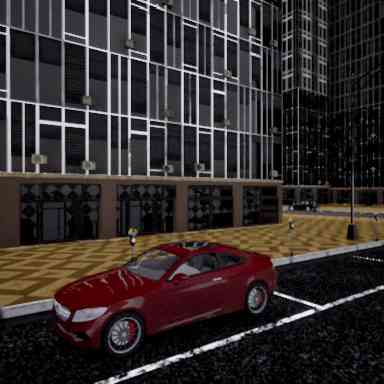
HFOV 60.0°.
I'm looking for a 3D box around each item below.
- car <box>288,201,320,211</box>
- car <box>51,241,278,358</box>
[{"bbox_3d":[15.143,1.887,45.275,2.008,1.369,4.403,-1,0,-36],"label":"car"},{"bbox_3d":[-0.236,1.581,5.932,4.206,1.307,1.802,0,0,-36],"label":"car"}]
